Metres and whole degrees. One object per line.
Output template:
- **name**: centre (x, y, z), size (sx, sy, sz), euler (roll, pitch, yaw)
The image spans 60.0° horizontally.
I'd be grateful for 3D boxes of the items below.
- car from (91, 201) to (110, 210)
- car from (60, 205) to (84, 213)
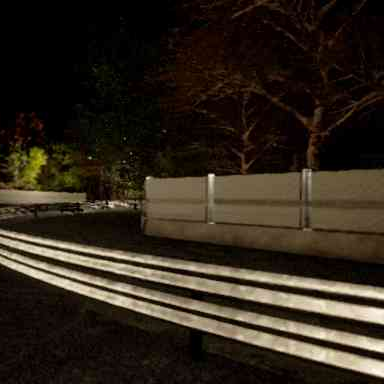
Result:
- **car**: centre (-15.599, 2.263, 57.211), size (2.128, 1.511, 4.902), euler (0, -1, 8)
- **car**: centre (-16.856, 2.168, 46.776), size (1.994, 1.385, 4.181), euler (0, -1, 7)
